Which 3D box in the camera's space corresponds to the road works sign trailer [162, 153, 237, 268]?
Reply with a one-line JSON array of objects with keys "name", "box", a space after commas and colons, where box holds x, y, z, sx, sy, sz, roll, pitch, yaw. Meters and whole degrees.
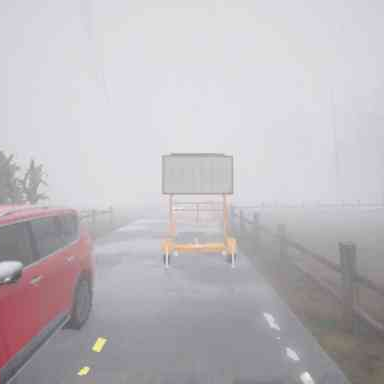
[{"name": "road works sign trailer", "box": [0.189, 0.485, 11.375, 2.380, 3.560, 2.880, 0, 0, -2]}]

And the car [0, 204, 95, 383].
[{"name": "car", "box": [-2.848, 1.224, 3.975, 2.150, 2.045, 5.566, 0, 0, 0]}]

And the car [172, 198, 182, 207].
[{"name": "car", "box": [-2.672, 1.850, 57.746, 2.128, 1.511, 4.902, 0, 0, 0]}]
